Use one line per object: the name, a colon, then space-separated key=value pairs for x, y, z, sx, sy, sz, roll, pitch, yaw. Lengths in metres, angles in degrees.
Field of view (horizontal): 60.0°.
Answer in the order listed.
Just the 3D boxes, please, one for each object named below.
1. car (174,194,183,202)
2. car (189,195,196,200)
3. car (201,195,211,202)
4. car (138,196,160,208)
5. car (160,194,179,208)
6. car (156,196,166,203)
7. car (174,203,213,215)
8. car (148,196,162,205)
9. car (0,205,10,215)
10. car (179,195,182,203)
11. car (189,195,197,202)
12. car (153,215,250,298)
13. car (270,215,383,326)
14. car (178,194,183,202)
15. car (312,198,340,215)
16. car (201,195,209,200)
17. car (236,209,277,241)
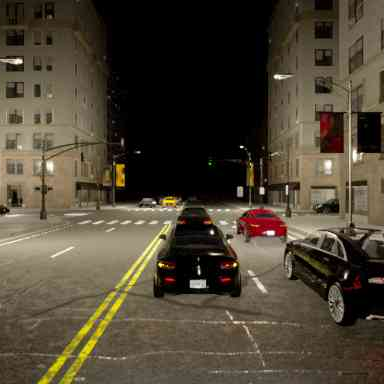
car: x=-3.126 y=1.370 z=78.161 sx=2.097 sy=1.767 sz=4.553 roll=0 pitch=0 yaw=0
car: x=0.141 y=1.461 z=88.482 sx=1.994 sy=1.385 sz=4.181 roll=0 pitch=0 yaw=0
car: x=3.375 y=1.574 z=78.057 sx=2.033 sy=1.411 sz=5.357 roll=0 pitch=0 yaw=0
car: x=-6.491 y=1.575 z=49.120 sx=2.033 sy=1.411 sz=5.357 roll=0 pitch=0 yaw=4
car: x=-3.275 y=1.506 z=49.410 sx=1.882 sy=1.535 sz=5.008 roll=0 pitch=0 yaw=-1
car: x=-6.390 y=1.562 z=69.012 sx=1.812 sy=1.442 sz=4.674 roll=0 pitch=0 yaw=0
car: x=0.126 y=1.533 z=17.605 sx=1.812 sy=1.442 sz=4.674 roll=0 pitch=0 yaw=0
car: x=-6.485 y=1.537 z=58.859 sx=1.837 sy=1.490 sz=4.892 roll=0 pitch=0 yaw=0
car: x=-19.708 y=1.555 z=31.622 sx=4.181 sy=1.385 sz=1.994 roll=0 pitch=0 yaw=1
car: x=-3.235 y=1.633 z=58.748 sx=1.895 sy=1.301 sz=4.718 roll=0 pitch=0 yaw=0
car: x=0.126 y=1.630 z=78.509 sx=1.895 sy=1.301 sz=4.718 roll=0 pitch=0 yaw=0
car: x=0.109 y=1.529 z=8.421 sx=1.812 sy=1.442 sz=4.674 roll=0 pitch=0 yaw=0
car: x=3.348 y=1.494 z=7.022 sx=2.128 sy=1.511 sz=4.902 roll=0 pitch=0 yaw=1
car: x=-3.153 y=1.388 z=68.199 sx=2.097 sy=1.767 sz=4.553 roll=0 pitch=0 yaw=0
car: x=14.815 y=1.418 z=34.379 sx=4.553 sy=1.767 sz=2.097 roll=0 pitch=0 yaw=1
car: x=3.391 y=1.461 z=88.477 sx=1.994 sy=1.385 sz=4.181 roll=0 pitch=0 yaw=0
car: x=3.274 y=1.533 z=16.125 sx=1.812 sy=1.442 sz=4.674 roll=0 pitch=0 yaw=0
